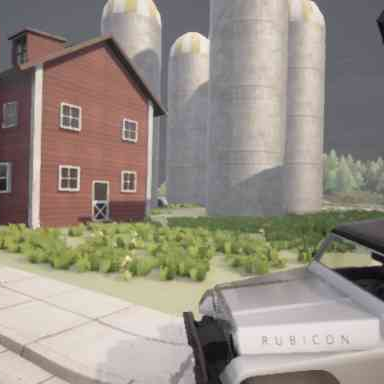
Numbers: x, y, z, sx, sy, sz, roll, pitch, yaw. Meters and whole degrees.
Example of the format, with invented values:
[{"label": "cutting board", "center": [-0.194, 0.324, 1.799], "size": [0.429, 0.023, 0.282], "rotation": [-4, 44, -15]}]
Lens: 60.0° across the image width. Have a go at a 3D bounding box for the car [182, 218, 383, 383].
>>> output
[{"label": "car", "center": [1.885, 1.243, 3.360], "size": [3.866, 1.878, 1.905], "rotation": [0, 6, -7]}]
